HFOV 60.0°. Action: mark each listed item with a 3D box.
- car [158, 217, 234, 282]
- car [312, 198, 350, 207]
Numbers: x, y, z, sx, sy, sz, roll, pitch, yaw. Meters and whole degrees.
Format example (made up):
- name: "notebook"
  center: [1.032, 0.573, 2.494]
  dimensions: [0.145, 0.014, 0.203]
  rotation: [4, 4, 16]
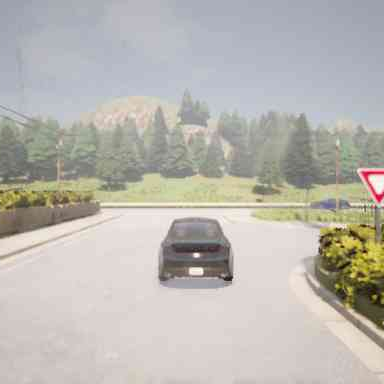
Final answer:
- name: "car"
  center: [0.095, 1.481, 9.682]
  dimensions: [1.837, 1.490, 4.892]
  rotation: [0, 0, 0]
- name: "car"
  center: [16.611, 1.427, 40.102]
  dimensions: [4.674, 1.442, 1.812]
  rotation: [0, 0, 0]
